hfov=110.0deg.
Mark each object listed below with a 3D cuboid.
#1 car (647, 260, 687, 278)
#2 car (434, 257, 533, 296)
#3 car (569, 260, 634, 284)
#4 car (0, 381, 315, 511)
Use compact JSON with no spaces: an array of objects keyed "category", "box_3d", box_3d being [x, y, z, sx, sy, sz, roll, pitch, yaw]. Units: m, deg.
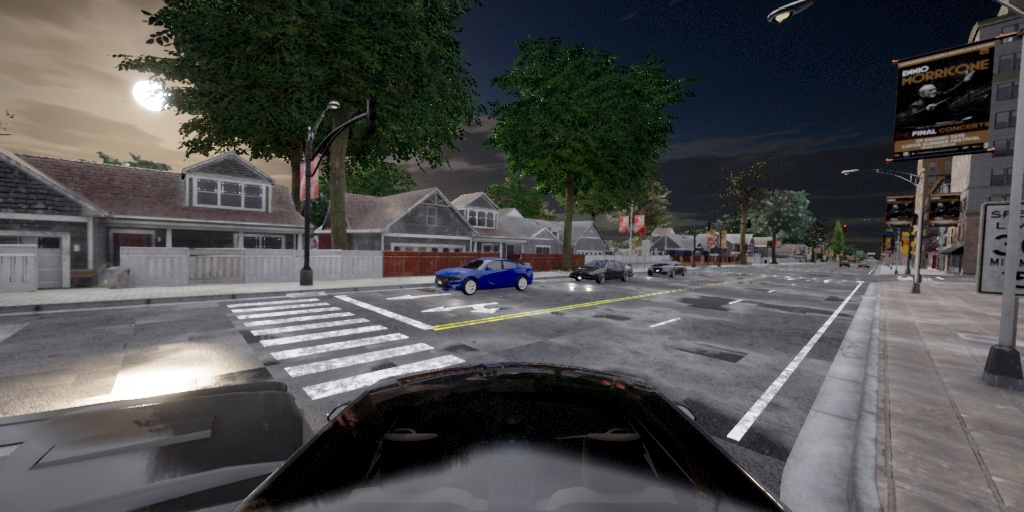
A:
[{"category":"car","box_3d":[13.164,1.016,30.321,4.181,1.385,1.994,0,2,-45]},{"category":"car","box_3d":[-1.159,0.824,16.437,5.008,1.535,1.882,0,2,-44]},{"category":"car","box_3d":[5.987,0.945,23.378,5.357,1.411,2.033,0,2,-44]},{"category":"car","box_3d":[-3.309,1.293,1.245,4.718,1.301,1.895,1,2,-34]}]
